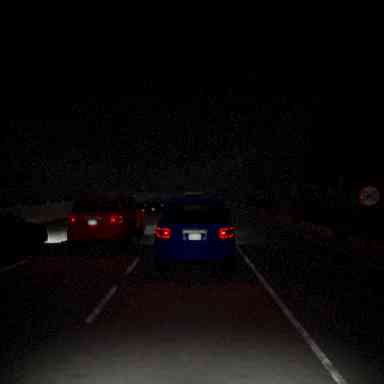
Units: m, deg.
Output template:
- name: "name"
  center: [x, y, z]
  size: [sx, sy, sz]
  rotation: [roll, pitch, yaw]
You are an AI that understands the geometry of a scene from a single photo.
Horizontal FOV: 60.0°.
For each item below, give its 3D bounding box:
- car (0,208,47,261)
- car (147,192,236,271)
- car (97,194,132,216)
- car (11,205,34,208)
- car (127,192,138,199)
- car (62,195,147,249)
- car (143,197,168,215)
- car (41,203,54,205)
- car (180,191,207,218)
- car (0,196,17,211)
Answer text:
- name: "car"
  center: [-6.905, 1.481, 11.911]
  size: [1.994, 1.385, 4.181]
  rotation: [0, 1, 0]
- name: "car"
  center: [0.087, 1.140, 10.715]
  size: [2.150, 2.045, 5.566]
  rotation: [0, 1, 0]
- name: "car"
  center: [-6.861, 1.129, 29.979]
  size: [2.097, 1.767, 4.553]
  rotation: [0, 0, 0]
- name: "car"
  center: [-17.532, 1.239, 35.755]
  size: [2.128, 1.511, 4.902]
  rotation: [0, 0, 0]
- name: "car"
  center: [-13.839, 0.730, 77.422]
  size: [1.837, 1.490, 4.892]
  rotation: [0, 0, 0]
- name: "car"
  center: [-3.396, 1.117, 14.057]
  size: [2.150, 2.045, 5.566]
  rotation: [0, 0, 0]
- name: "car"
  center: [-3.365, 1.288, 31.222]
  size: [1.812, 1.442, 4.674]
  rotation: [0, 0, 0]
- name: "car"
  center: [-14.033, 1.095, 35.673]
  size: [2.097, 1.767, 4.553]
  rotation: [0, 0, 0]
- name: "car"
  center: [0.141, 0.995, 29.312]
  size: [2.150, 2.045, 5.566]
  rotation: [0, 0, 0]
- name: "car"
  center: [-21.032, 1.258, 35.765]
  size: [1.837, 1.490, 4.892]
  rotation: [0, 0, 0]
